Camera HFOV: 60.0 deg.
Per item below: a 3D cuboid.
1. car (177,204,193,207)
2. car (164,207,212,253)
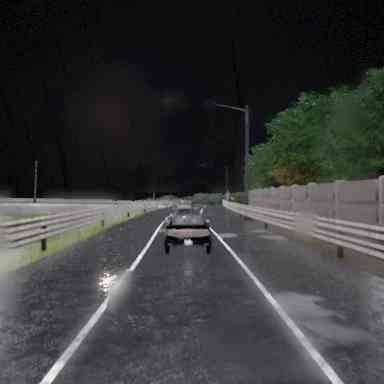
[{"bbox_3d":[-0.644,1.793,29.395,1.837,1.490,4.892,0,0,0],"label":"car"},{"bbox_3d":[-0.200,1.636,14.414,2.128,1.511,4.902,0,0,-2],"label":"car"}]
